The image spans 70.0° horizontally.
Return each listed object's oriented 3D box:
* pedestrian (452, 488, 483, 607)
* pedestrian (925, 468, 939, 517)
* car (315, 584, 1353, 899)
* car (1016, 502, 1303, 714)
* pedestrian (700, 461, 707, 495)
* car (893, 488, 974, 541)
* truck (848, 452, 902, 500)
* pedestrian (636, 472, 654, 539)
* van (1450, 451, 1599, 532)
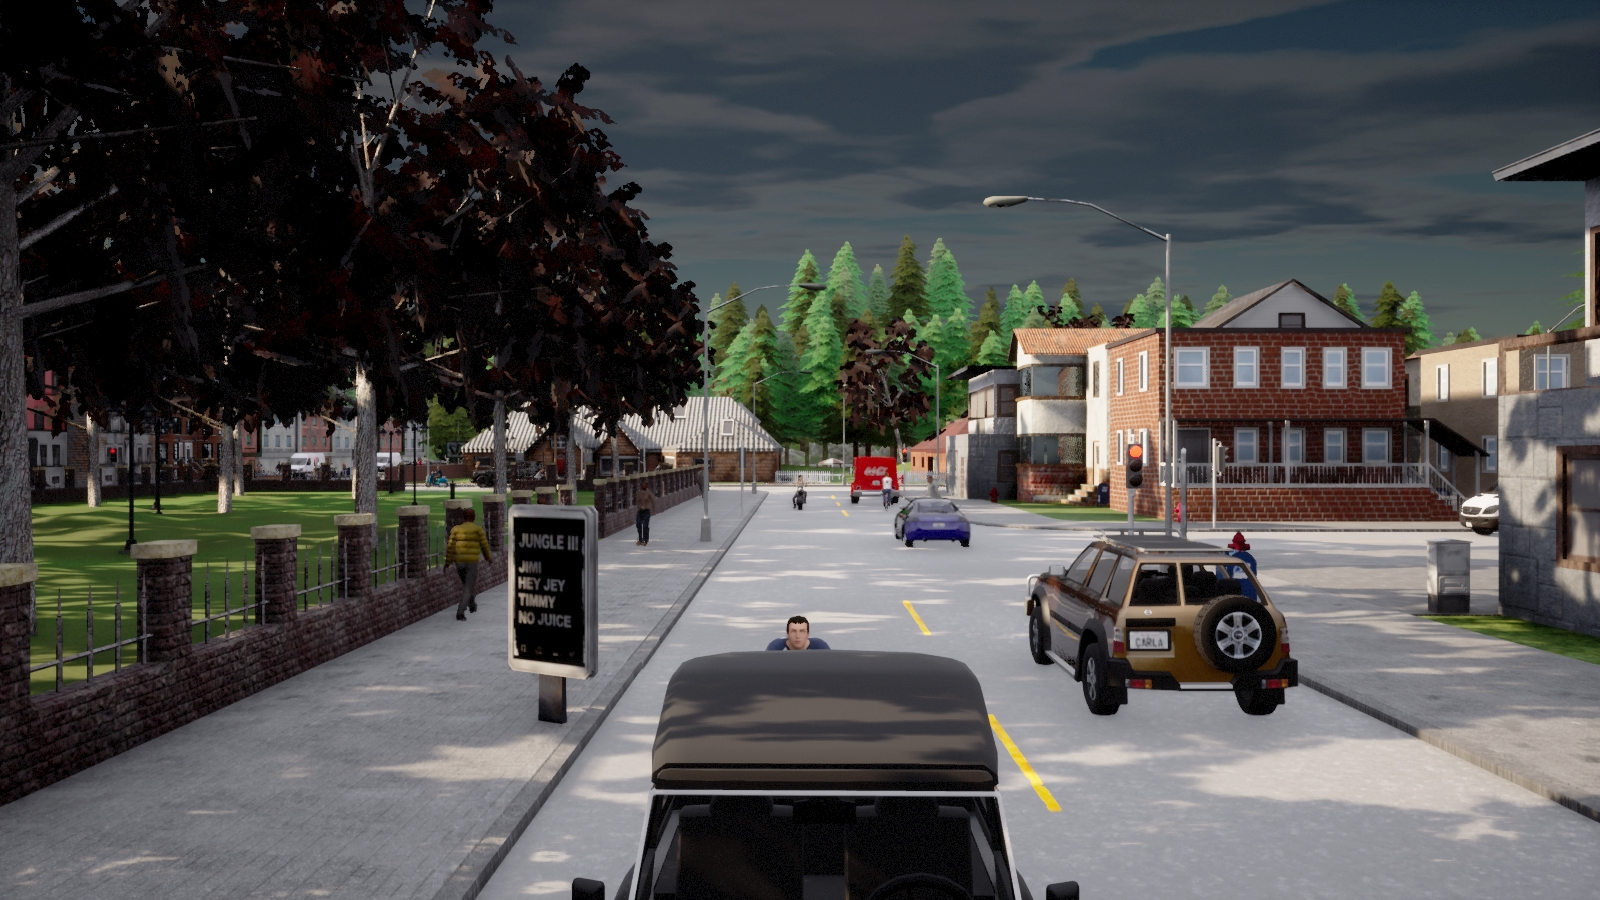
[{"bbox_3d":[-5.263,1.532,18.111,0.375,1.860,0.375,0,0,3],"label":"pedestrian"},{"bbox_3d":[5.100,1.646,44.126,0.375,1.860,0.375,0,0,-22],"label":"pedestrian"},{"bbox_3d":[0.090,1.640,4.031,1.905,1.878,3.866,0,0,1],"label":"car"},{"bbox_3d":[3.945,1.650,13.459,1.932,1.855,4.605,0,0,0],"label":"car"},{"bbox_3d":[-5.276,1.550,62.556,0.375,1.860,0.375,0,0,3],"label":"pedestrian"},{"bbox_3d":[4.003,1.912,34.924,1.994,1.385,4.181,0,0,0],"label":"car"},{"bbox_3d":[3.969,1.372,61.570,2.627,2.467,5.204,0,0,1],"label":"truck"},{"bbox_3d":[-4.330,1.538,31.964,0.375,1.860,0.375,0,0,14],"label":"pedestrian"},{"bbox_3d":[24.712,1.329,37.232,5.915,2.561,1.988,0,0,0],"label":"van"}]
